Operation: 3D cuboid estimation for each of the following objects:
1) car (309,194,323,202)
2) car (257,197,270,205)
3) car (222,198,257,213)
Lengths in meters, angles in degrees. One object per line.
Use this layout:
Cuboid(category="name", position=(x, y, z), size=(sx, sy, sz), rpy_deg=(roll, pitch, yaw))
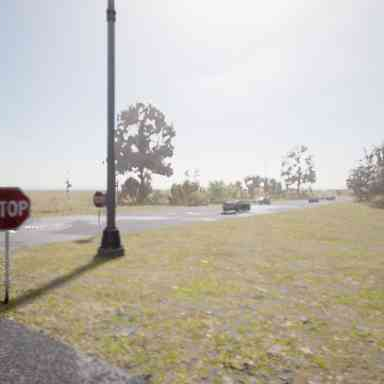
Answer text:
Cuboid(category="car", position=(29.435, 1.757, 79.922), size=(1.994, 1.385, 4.181), rpy_deg=(0, 0, 28))
Cuboid(category="car", position=(13.105, 1.669, 62.791), size=(2.128, 1.511, 4.902), rpy_deg=(0, 0, 34))
Cuboid(category="car", position=(5.263, 1.602, 38.494), size=(2.128, 1.511, 4.902), rpy_deg=(0, 0, 34))
